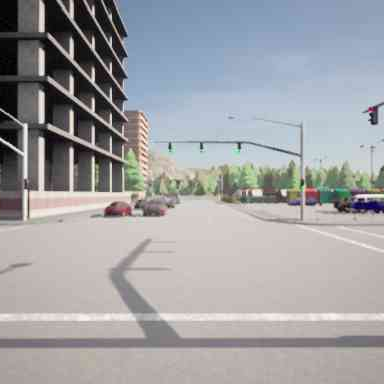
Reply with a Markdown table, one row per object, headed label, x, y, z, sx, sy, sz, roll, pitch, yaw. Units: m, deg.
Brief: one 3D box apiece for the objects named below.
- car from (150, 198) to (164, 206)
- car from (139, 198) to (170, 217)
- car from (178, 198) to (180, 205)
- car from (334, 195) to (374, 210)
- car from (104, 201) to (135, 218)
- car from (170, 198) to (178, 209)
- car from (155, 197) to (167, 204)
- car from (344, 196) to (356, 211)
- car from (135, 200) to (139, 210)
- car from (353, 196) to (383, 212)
| label | x | y | z | sx | sy | sz | roll | pitch | yaw |
| --- | --- | --- | --- | --- | --- | --- | --- | --- | --- |
| car | -6.941 | 1.925 | 66.326 | 2.033 | 1.411 | 5.357 | 0 | 0 | 1 |
| car | -3.706 | 1.545 | 33.765 | 2.097 | 1.767 | 4.553 | 0 | 0 | 0 |
| car | -3.400 | 1.912 | 68.664 | 2.128 | 1.511 | 4.902 | 0 | 0 | 0 |
| car | 25.281 | 1.504 | 52.007 | 4.605 | 1.855 | 1.932 | 0 | 0 | 1 |
| car | -7.237 | 1.665 | 32.780 | 1.882 | 1.535 | 5.008 | 0 | 0 | 1 |
| car | -3.609 | 1.847 | 49.766 | 1.994 | 1.385 | 4.181 | 0 | 0 | 0 |
| car | -6.865 | 1.963 | 74.526 | 2.033 | 1.411 | 5.357 | 0 | 0 | 0 |
| car | 25.296 | 1.700 | 49.323 | 3.905 | 1.438 | 1.784 | 0 | 0 | 1 |
| car | -7.031 | 1.776 | 47.467 | 1.837 | 1.490 | 4.892 | 0 | -1 | 0 |
| car | 25.258 | 1.715 | 46.428 | 3.806 | 1.475 | 1.970 | 0 | 0 | 1 |
